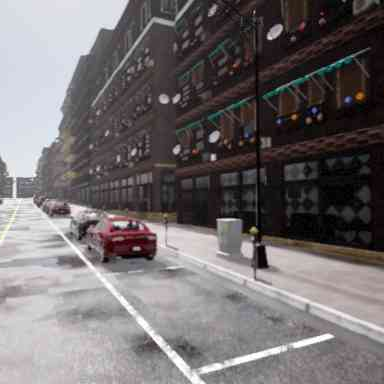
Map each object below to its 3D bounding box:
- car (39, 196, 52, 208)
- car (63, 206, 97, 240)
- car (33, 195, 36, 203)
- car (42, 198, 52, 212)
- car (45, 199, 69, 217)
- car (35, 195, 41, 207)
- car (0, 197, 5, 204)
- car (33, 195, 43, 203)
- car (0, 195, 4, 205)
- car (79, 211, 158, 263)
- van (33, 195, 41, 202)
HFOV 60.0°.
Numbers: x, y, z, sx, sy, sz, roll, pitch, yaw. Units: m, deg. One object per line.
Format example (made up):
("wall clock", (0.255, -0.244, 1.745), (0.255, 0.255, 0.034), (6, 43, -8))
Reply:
("car", (-17.625, 1.583, 41.685), (1.967, 1.590, 4.097), (2, -1, -27))
("car", (-5.162, 1.600, 16.998), (2.008, 1.369, 4.403), (2, -1, -27))
("car", (-27.642, 1.685, 61.412), (1.967, 1.590, 4.097), (2, -1, -27))
("car", (-15.139, 1.665, 36.743), (1.887, 1.381, 4.507), (2, -1, -27))
("car", (-12.645, 1.645, 31.807), (1.887, 1.381, 4.507), (2, -1, -27))
("car", (-22.649, 1.505, 51.541), (2.192, 1.841, 5.009), (2, -1, -27))
("car", (-42.156, 1.861, 72.731), (1.887, 1.381, 4.507), (2, -1, -27))
("car", (-37.619, 1.692, 81.161), (2.192, 1.841, 5.009), (1, -1, -27))
("car", (-39.656, 1.597, 67.798), (2.192, 1.841, 5.009), (2, -1, -27))
("car", (-2.667, 1.581, 12.061), (1.887, 1.381, 4.507), (2, -1, -27))
("van", (-40.114, 1.756, 86.097), (1.690, 1.788, 3.998), (1, -1, -27))
